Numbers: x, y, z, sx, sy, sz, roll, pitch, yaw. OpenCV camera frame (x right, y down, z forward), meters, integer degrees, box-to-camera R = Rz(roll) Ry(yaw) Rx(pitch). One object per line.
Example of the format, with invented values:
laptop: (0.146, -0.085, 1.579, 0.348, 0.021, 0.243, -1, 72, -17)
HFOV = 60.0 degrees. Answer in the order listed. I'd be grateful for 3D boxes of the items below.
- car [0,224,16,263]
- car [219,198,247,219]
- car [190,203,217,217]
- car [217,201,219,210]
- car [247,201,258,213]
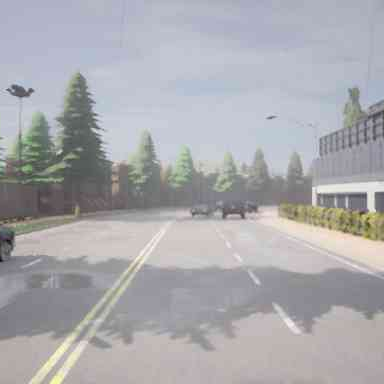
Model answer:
car: (-7.140, 1.600, 9.798, 2.128, 1.511, 4.902, 0, 0, 0)
car: (4.229, 1.585, 33.692, 2.150, 2.045, 5.566, 0, -1, 9)
car: (1.171, 1.990, 35.970, 1.895, 1.301, 4.718, 0, -1, 11)
car: (4.476, 1.998, 45.696, 1.837, 1.490, 4.892, 0, 0, 25)
car: (7.342, 1.964, 43.886, 2.128, 1.511, 4.902, 0, -1, 26)
